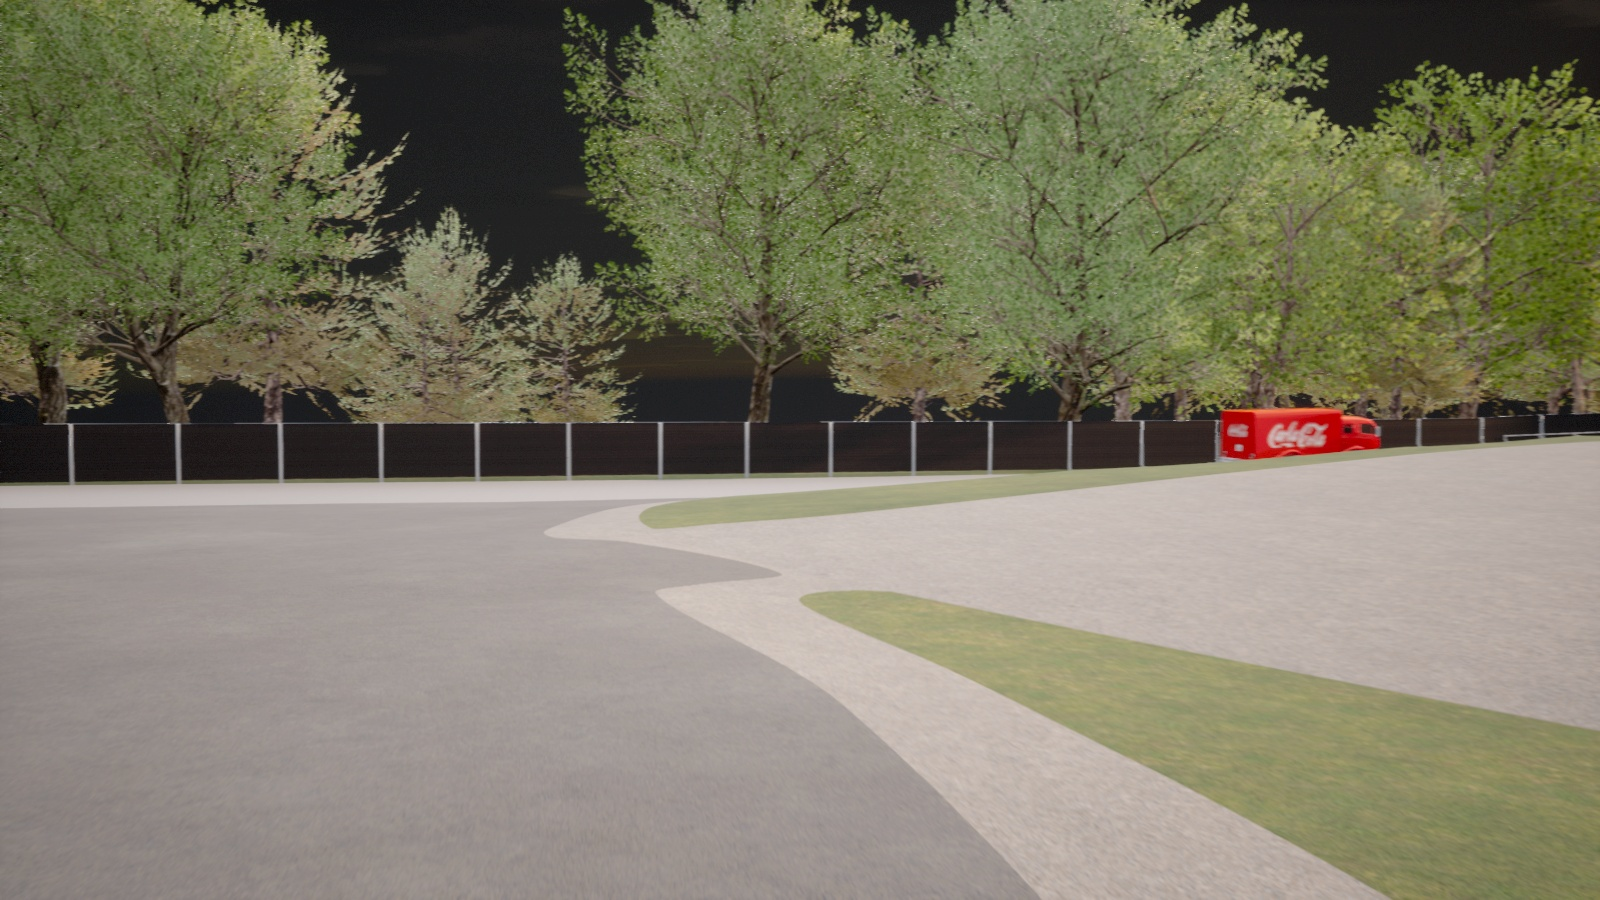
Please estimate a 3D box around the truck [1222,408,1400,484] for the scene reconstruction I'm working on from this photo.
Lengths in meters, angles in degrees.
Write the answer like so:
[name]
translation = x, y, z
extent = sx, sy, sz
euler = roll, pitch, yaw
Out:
[truck]
translation = 17.998, -0.207, 44.371
extent = 5.204, 2.467, 2.627
euler = -1, 3, -11
